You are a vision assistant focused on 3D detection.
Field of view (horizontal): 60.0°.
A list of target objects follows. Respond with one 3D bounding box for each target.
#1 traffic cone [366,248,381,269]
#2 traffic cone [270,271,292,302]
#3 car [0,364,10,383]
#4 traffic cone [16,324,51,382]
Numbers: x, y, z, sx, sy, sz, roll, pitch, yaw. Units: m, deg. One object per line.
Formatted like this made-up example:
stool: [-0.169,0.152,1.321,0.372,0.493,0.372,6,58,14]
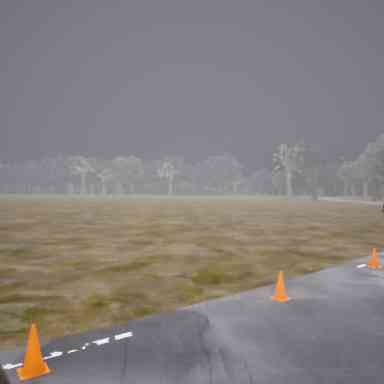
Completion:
traffic cone: [5.605,2.014,10.219,0.340,0.580,0.340,1,0,-42]
traffic cone: [1.892,1.980,7.085,0.340,0.580,0.340,1,0,-39]
car: [-3.197,1.525,0.647,5.357,1.411,2.033,0,0,-34]
traffic cone: [-1.979,1.945,4.148,0.340,0.580,0.340,0,0,-36]
